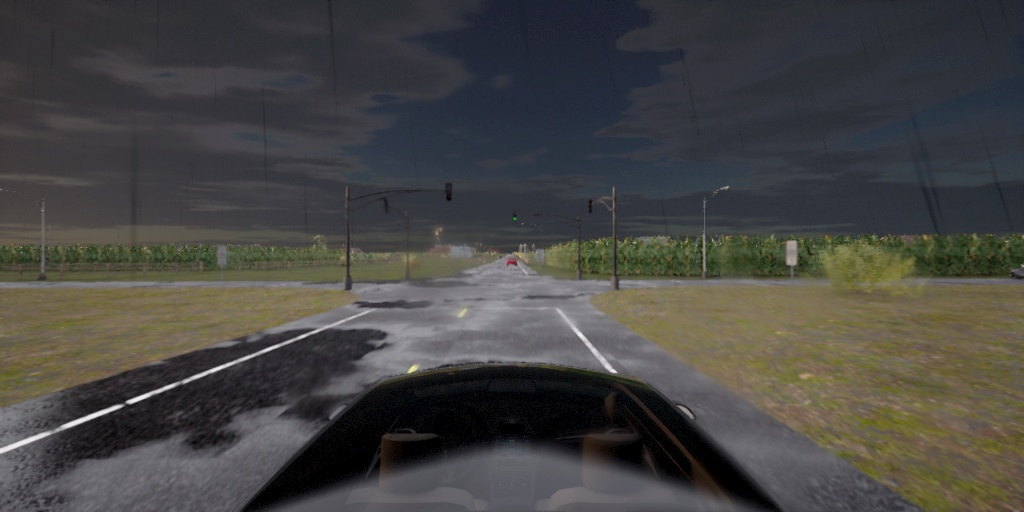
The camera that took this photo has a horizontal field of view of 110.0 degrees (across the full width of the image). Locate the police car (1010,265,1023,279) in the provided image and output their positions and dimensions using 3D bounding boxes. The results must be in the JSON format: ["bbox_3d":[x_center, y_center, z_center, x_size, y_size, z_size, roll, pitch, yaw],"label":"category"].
[{"bbox_3d":[43.527,1.191,29.034,4.974,1.542,2.038,0,0,0],"label":"police car"}]
